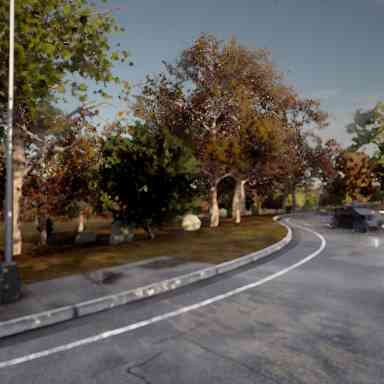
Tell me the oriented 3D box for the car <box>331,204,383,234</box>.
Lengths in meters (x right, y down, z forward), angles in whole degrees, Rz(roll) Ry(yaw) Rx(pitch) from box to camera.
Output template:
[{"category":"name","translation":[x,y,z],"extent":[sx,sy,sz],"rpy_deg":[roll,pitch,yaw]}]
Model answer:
[{"category":"car","translation":[9.998,1.626,19.592],"extent":[1.994,1.385,4.181],"rpy_deg":[0,0,-6]}]
